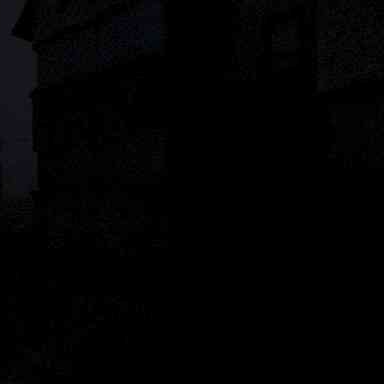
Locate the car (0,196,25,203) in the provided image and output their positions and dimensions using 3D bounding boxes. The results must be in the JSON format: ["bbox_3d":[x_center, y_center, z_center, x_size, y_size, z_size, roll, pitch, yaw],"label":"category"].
[{"bbox_3d":[-42.672,1.695,79.132,2.152,1.636,5.027,0,0,35],"label":"car"}]

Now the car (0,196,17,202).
[{"bbox_3d":[-45.256,1.718,80.911,2.007,1.523,4.514,0,0,35],"label":"car"}]

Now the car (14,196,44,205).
[{"bbox_3d":[-29.377,1.568,60.167,2.007,1.523,4.514,0,0,35],"label":"car"}]

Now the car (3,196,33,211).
[{"bbox_3d":[-19.814,1.484,40.172,2.007,1.523,4.514,0,0,35],"label":"car"}]
